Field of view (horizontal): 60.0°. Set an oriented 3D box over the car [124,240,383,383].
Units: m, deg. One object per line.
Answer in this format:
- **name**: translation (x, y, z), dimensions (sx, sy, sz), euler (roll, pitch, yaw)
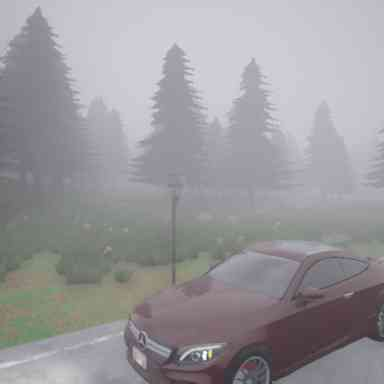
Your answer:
- **car**: translation (1.333, 1.515, 4.927), dimensions (4.674, 1.442, 1.812), euler (0, 1, -35)
